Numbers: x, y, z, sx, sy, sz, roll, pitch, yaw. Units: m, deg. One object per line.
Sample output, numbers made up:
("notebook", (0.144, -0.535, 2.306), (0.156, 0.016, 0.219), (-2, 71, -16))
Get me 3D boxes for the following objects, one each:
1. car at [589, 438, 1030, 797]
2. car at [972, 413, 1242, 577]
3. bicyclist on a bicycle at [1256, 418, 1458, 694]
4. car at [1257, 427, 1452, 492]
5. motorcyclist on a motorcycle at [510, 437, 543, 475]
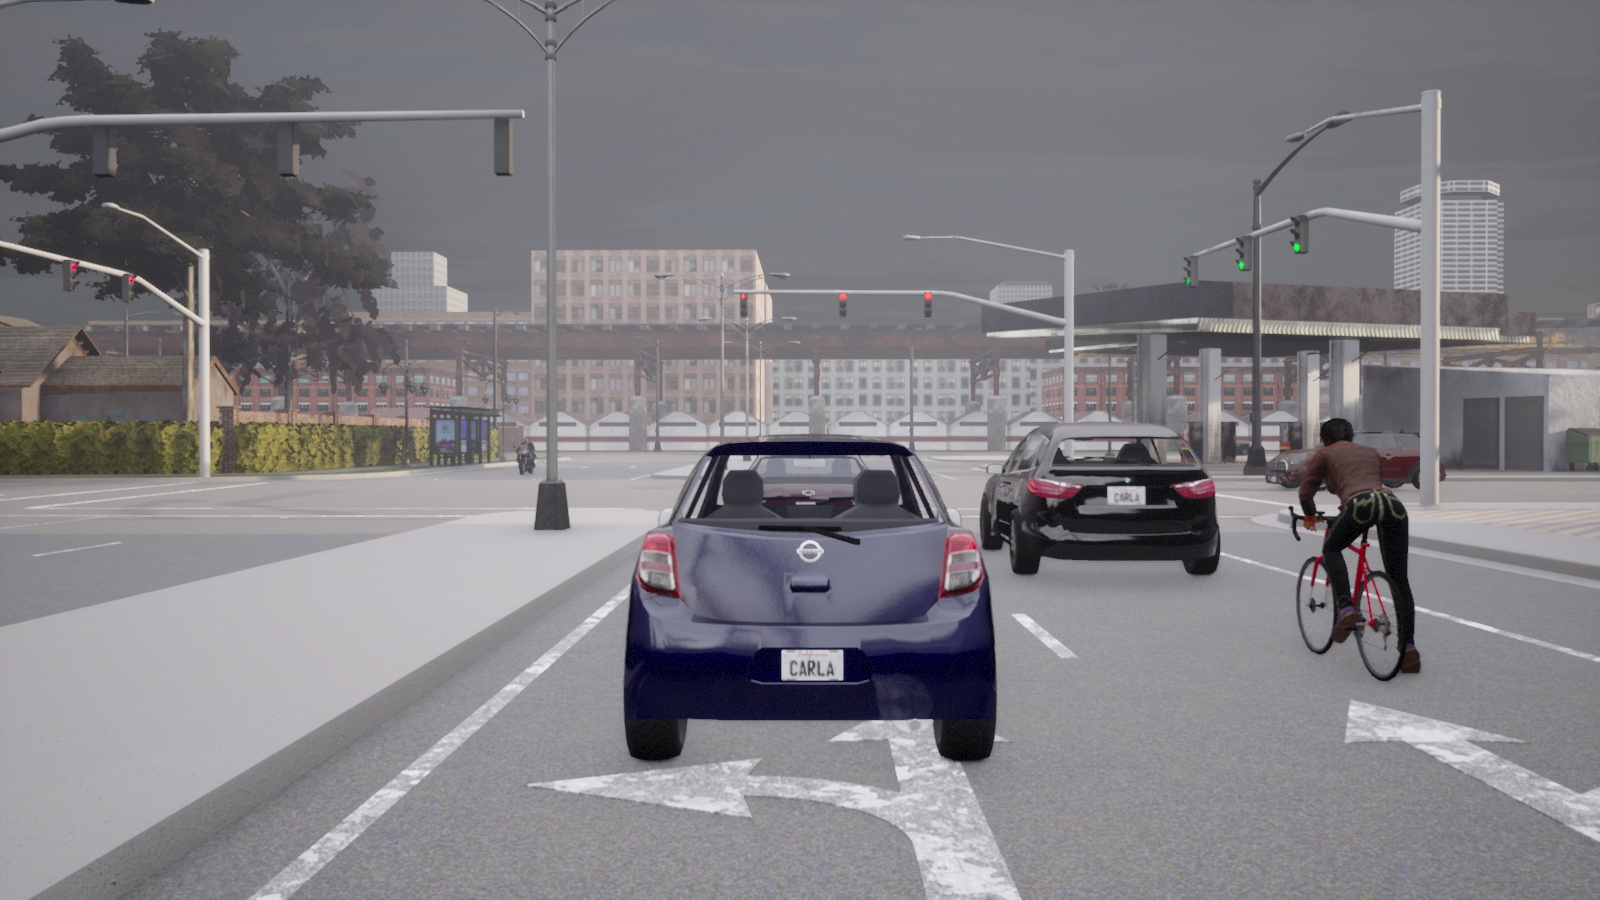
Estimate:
("car", (0.053, 0.686, 7.080), (1.845, 1.501, 3.633), (0, 1, 0))
("car", (3.441, 0.435, 15.103), (2.242, 1.667, 4.611), (0, 1, 2))
("bicyclist on a bicycle", (3.558, 0.616, 8.176), (0.582, 1.620, 1.656), (0, 0, 0))
("car", (15.556, 0.248, 35.418), (4.553, 1.767, 2.097), (0, 1, -1))
("motorcyclist on a motorcycle", (-11.201, 0.237, 51.418), (0.866, 1.530, 2.191), (0, 1, 0))
